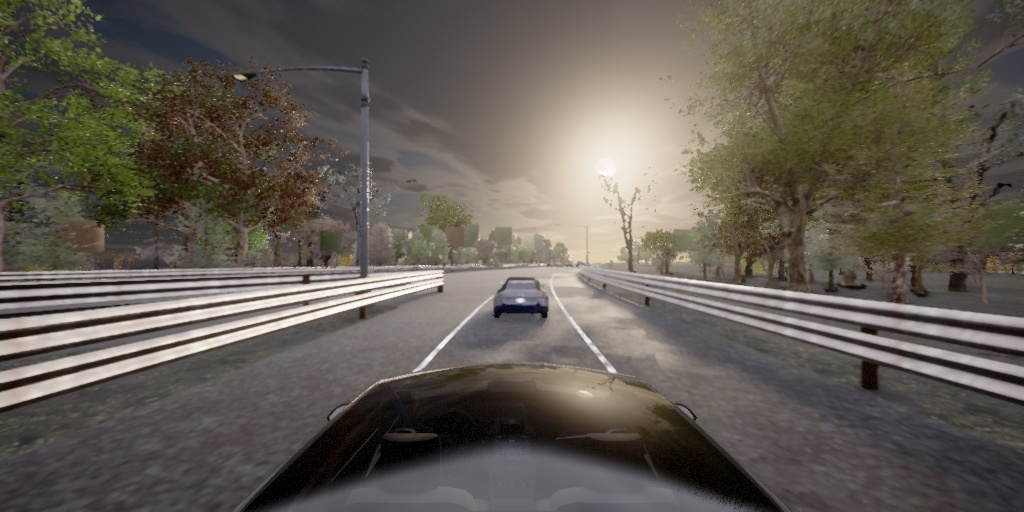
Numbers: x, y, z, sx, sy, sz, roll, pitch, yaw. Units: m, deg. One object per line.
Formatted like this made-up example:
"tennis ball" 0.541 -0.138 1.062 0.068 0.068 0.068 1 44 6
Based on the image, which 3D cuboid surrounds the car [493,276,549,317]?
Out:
"car" 0.407 1.480 14.014 1.994 1.385 4.181 0 -1 4
